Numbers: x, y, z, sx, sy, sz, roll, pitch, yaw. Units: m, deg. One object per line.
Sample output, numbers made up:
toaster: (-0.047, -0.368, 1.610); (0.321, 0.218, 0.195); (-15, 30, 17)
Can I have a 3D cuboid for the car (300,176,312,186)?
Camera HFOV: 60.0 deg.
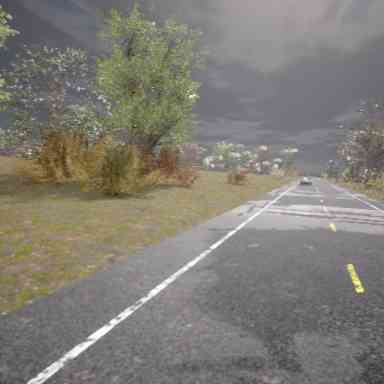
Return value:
car: (20.884, -1.841, 60.974); (1.994, 1.385, 4.181); (4, 4, 19)
